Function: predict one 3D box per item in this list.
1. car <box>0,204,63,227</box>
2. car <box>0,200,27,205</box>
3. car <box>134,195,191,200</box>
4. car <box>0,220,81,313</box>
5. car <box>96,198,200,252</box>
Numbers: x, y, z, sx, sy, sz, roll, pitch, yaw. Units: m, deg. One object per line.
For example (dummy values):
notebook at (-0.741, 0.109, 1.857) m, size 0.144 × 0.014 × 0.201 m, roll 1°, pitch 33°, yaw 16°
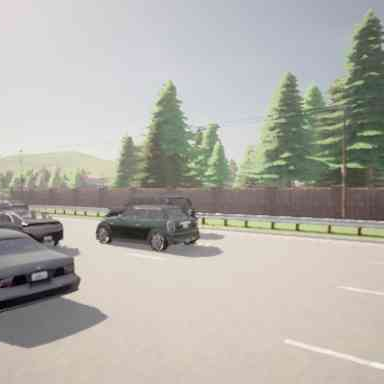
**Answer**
car at (-7.156, 1.448, 13.381) m, size 4.902 × 1.511 × 2.128 m, roll 0°, pitch 0°, yaw 36°
car at (-15.613, 1.398, 28.003) m, size 4.902 × 1.511 × 2.128 m, roll 0°, pitch 0°, yaw 36°
car at (-2.349, 1.182, 18.551) m, size 5.566 × 2.045 × 2.150 m, roll 0°, pitch 0°, yaw 36°
car at (-4.727, 1.522, 7.338) m, size 5.357 × 1.411 × 2.033 m, roll 0°, pitch 0°, yaw 36°
car at (-1.973, 1.320, 13.973) m, size 4.553 × 1.767 × 2.097 m, roll 0°, pitch 0°, yaw 36°
